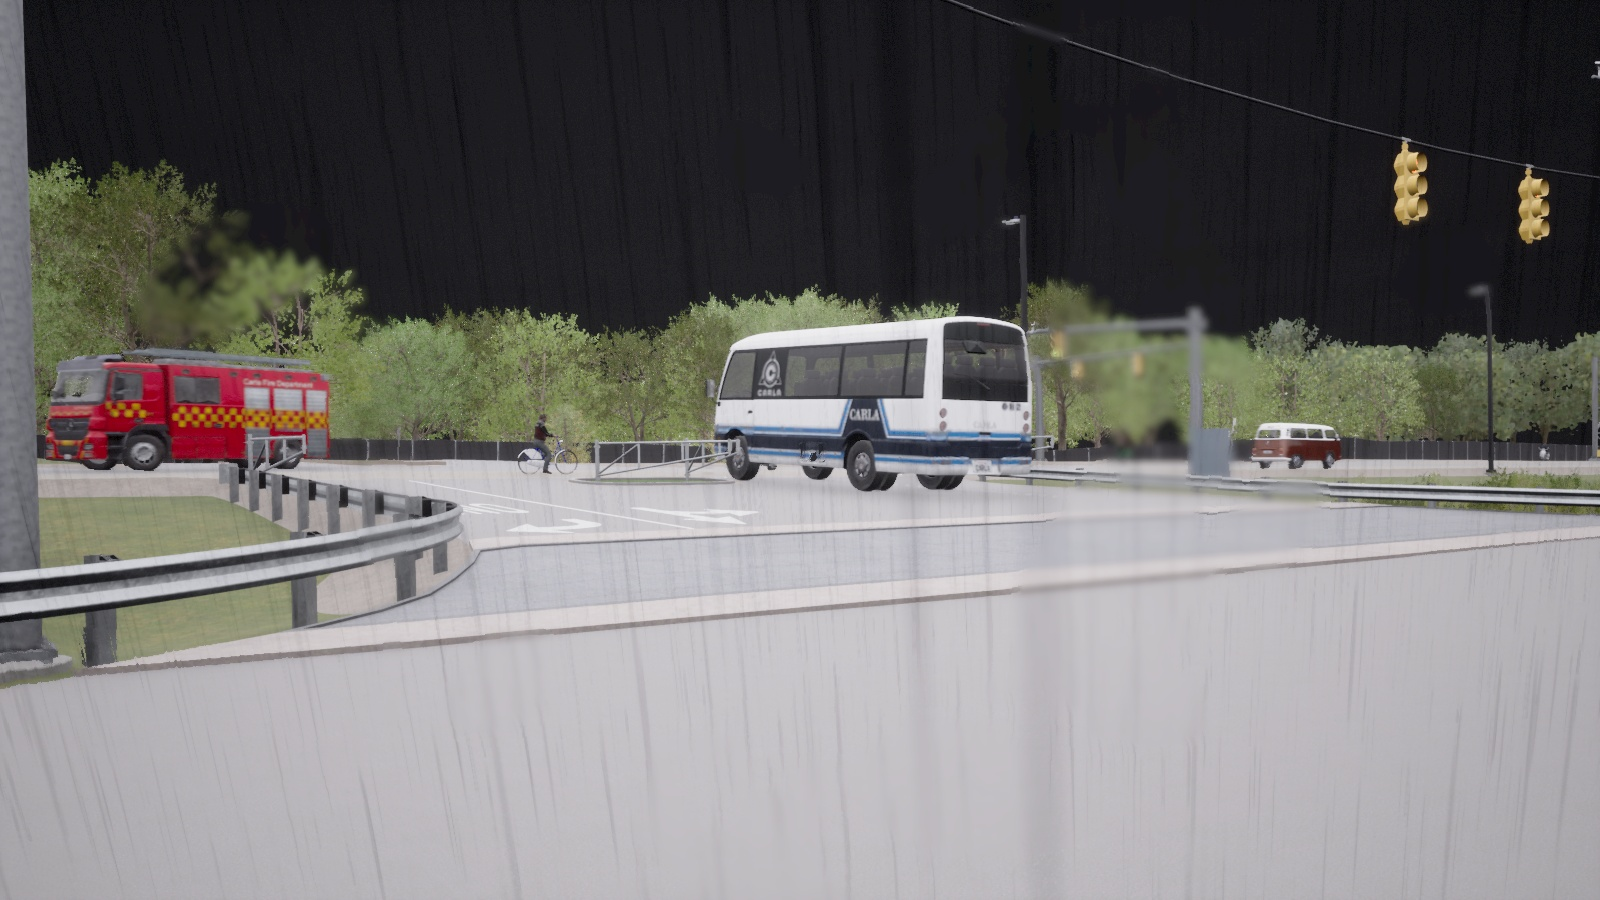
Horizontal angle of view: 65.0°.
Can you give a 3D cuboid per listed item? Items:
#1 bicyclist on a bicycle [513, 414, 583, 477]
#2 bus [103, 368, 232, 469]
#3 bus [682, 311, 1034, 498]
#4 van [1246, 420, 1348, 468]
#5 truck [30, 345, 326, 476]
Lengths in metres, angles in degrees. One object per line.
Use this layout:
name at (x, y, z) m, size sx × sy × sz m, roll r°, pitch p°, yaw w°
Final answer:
bicyclist on a bicycle at (-7.273, -0.128, 36.229) m, size 1.843 × 1.776 × 0.659 m, roll 0°, pitch 2°, yaw -34°
bus at (-29.824, -1.323, 58.918) m, size 3.944 × 4.253 × 10.273 m, roll -1°, pitch 0°, yaw -35°
bus at (1.137, -1.170, 33.905) m, size 3.944 × 4.253 × 10.273 m, roll 0°, pitch 2°, yaw -35°
van at (22.285, -0.256, 56.222) m, size 4.480 × 2.038 × 2.069 m, roll 0°, pitch 0°, yaw -34°
truck at (-20.080, -1.163, 41.202) m, size 2.891 × 3.827 × 8.468 m, roll 0°, pitch 0°, yaw 32°
